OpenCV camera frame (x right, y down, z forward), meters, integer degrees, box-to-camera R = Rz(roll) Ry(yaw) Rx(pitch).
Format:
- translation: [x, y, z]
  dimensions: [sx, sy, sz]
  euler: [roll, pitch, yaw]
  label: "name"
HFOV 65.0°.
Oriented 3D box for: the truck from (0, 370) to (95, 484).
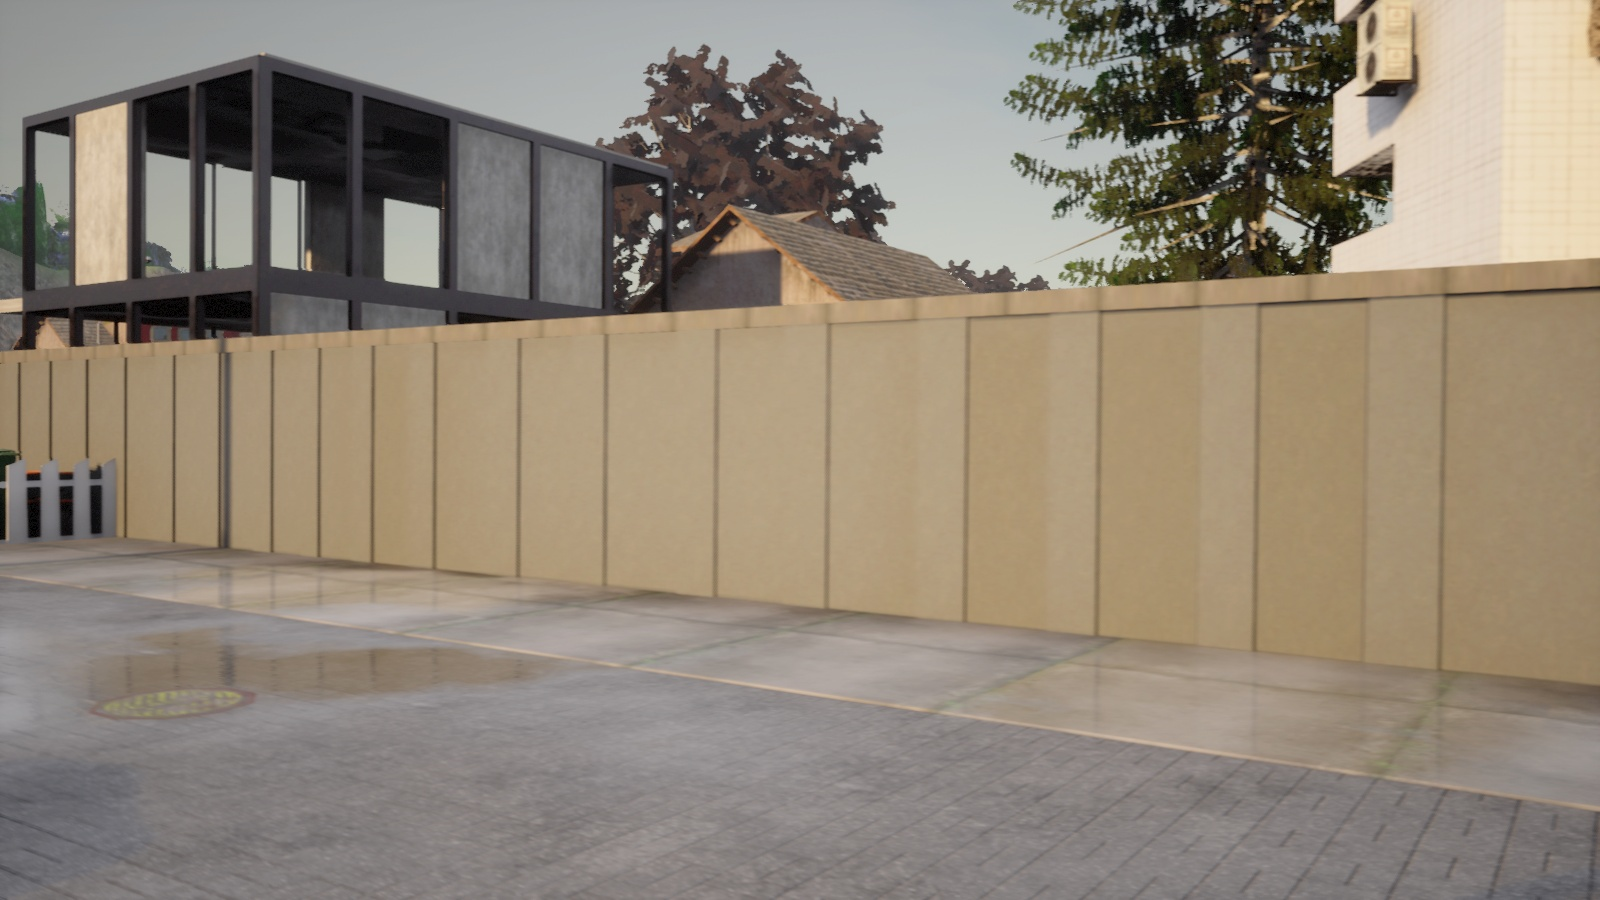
- translation: [-28.778, -0.748, 42.160]
  dimensions: [2.891, 3.827, 8.468]
  euler: [0, 1, 34]
  label: "truck"
